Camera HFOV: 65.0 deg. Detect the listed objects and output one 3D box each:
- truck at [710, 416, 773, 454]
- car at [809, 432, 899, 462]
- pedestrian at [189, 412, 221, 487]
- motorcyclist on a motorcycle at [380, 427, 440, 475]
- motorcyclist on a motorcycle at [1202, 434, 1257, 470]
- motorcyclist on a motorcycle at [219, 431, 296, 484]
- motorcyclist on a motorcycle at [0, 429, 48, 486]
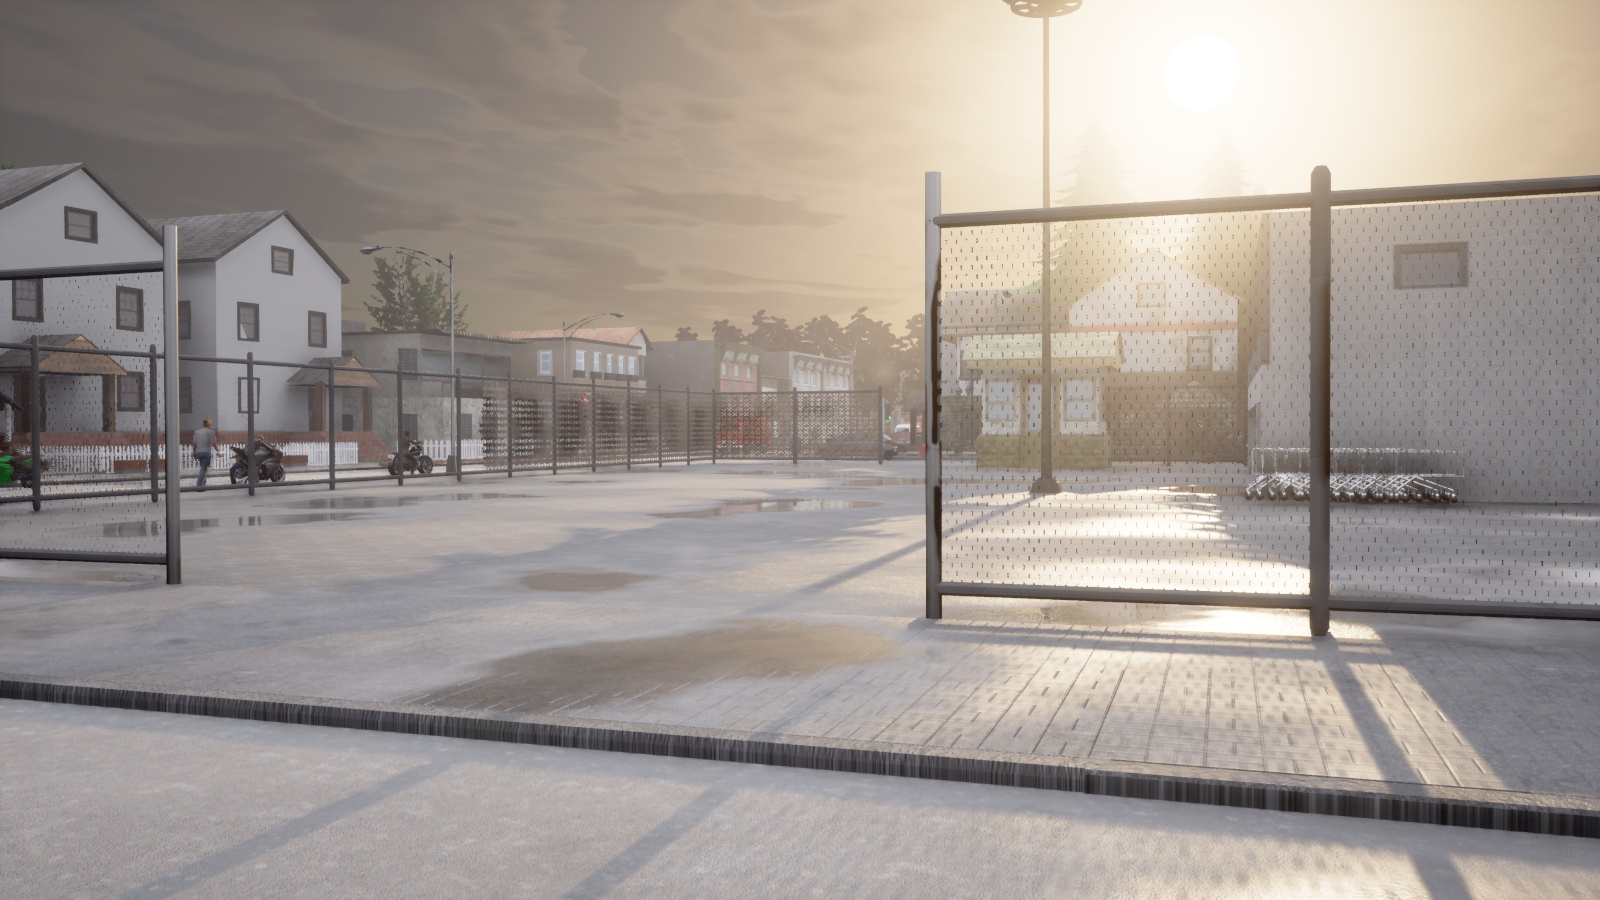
[{"bbox_3d":[-3.927,-1.049,85.792,2.627,2.467,5.204,1,1,18],"label":"truck"},{"bbox_3d":[2.754,-0.167,63.571,4.193,1.474,1.816,1,1,19],"label":"car"},{"bbox_3d":[-14.637,-0.014,30.906,0.354,1.836,0.706,0,1,12],"label":"pedestrian"},{"bbox_3d":[-13.768,0.014,44.441,0.766,1.649,2.350,1,1,20],"label":"motorcyclist on a motorcycle"},{"bbox_3d":[18.456,0.066,54.009,2.191,1.530,0.866,1,1,19],"label":"motorcyclist on a motorcycle"},{"bbox_3d":[-16.126,0.202,37.396,0.866,1.530,2.191,1,1,19],"label":"motorcyclist on a motorcycle"},{"bbox_3d":[-21.536,0.185,33.920,0.797,1.523,2.044,1,1,19],"label":"motorcyclist on a motorcycle"}]
